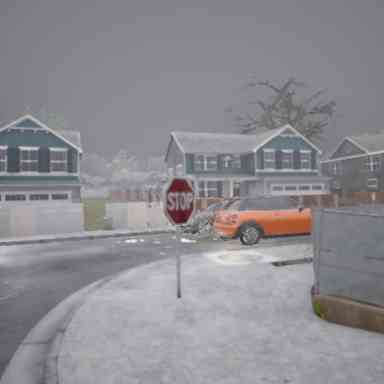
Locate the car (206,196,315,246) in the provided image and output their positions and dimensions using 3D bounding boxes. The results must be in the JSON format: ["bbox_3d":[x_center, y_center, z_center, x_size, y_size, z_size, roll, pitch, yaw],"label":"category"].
[{"bbox_3d":[3.145,0.924,12.681,4.553,1.767,2.097,-2,-1,-19],"label":"car"}]

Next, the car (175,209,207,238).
[{"bbox_3d":[1.676,1.149,15.146,4.902,1.511,2.128,-2,-1,-19],"label":"car"}]
